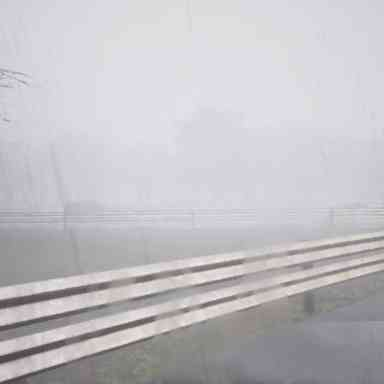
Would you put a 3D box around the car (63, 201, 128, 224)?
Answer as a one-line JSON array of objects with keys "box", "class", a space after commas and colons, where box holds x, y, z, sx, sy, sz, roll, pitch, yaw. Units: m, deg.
[{"box": [-9.429, 1.875, 31.771, 5.566, 2.045, 2.150, -1, 0, 6], "class": "car"}]

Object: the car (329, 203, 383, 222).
[{"box": [14.691, 1.727, 29.192, 5.008, 1.535, 1.882, -1, 0, 6], "class": "car"}]

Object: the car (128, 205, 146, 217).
[{"box": [-7.980, 2.211, 38.658, 5.357, 1.411, 2.033, -1, 0, 6], "class": "car"}]
